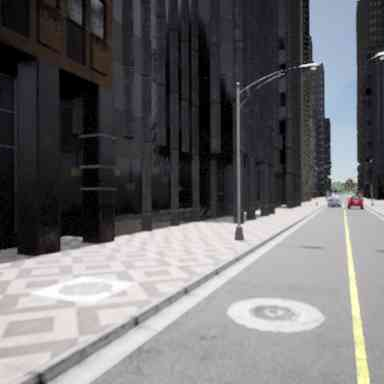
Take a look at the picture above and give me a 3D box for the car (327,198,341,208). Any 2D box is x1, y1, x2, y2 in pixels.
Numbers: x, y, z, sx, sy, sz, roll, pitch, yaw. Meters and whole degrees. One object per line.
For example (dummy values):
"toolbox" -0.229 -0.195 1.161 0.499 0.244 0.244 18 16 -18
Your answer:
"car" 24.727 1.814 57.843 2.097 1.767 4.553 -1 -1 25

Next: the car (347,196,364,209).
"car" 25.552 1.625 52.061 2.150 2.045 5.566 -1 -1 24

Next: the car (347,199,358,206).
"car" 32.028 2.104 66.619 1.895 1.301 4.718 -1 -1 24
